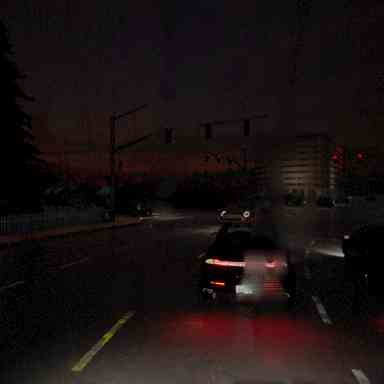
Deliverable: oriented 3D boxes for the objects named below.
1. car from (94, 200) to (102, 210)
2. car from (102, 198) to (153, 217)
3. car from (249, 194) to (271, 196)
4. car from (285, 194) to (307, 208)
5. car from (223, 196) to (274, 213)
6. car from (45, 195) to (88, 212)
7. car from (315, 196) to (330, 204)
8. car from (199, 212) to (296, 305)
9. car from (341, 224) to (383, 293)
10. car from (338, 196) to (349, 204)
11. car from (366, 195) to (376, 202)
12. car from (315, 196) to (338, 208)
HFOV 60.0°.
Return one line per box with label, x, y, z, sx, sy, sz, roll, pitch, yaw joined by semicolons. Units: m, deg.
car;-9.084;1.547;38.037;4.902;1.511;2.128;0;0;32
car;-5.986;1.407;31.975;4.553;1.767;2.097;0;0;32
car;6.768;1.259;34.345;2.150;2.045;5.566;0;0;31
car;15.368;1.504;48.364;1.837;1.490;4.892;0;0;32
car;3.626;1.378;22.440;2.097;1.767;4.553;0;0;31
car;-14.117;1.277;37.047;5.566;2.045;2.150;0;0;32
car;25.301;1.525;64.365;1.812;1.442;4.674;0;0;32
car;1.428;1.492;8.181;2.128;1.511;4.902;0;0;12
car;5.180;1.547;8.554;2.033;1.411;5.357;0;0;16
car;28.051;1.493;62.175;2.128;1.511;4.902;0;0;32
car;42.671;1.525;79.280;2.128;1.511;4.902;0;0;32
car;19.188;1.547;47.899;2.033;1.411;5.357;0;0;32
